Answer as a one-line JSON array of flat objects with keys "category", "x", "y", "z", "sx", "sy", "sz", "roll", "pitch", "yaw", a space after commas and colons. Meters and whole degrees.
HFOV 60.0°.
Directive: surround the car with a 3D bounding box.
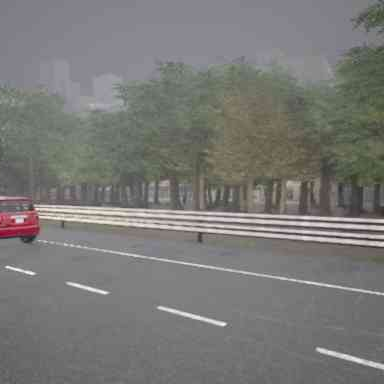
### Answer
[{"category": "car", "x": -8.908, "y": 1.224, "z": 14.545, "sx": 5.566, "sy": 2.045, "sz": 2.150, "roll": 0, "pitch": 0, "yaw": 36}]
